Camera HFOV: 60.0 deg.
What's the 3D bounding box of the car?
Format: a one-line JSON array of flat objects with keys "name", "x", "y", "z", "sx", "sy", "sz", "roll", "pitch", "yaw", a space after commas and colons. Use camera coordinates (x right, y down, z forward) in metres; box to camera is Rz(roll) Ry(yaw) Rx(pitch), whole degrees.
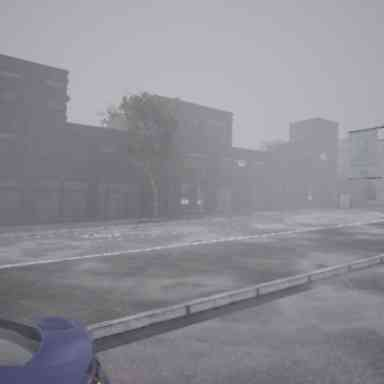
[{"name": "car", "x": -2.714, "y": 1.536, "z": 1.618, "sx": 4.674, "sy": 1.442, "sz": 1.812, "roll": 0, "pitch": 0, "yaw": -38}]
